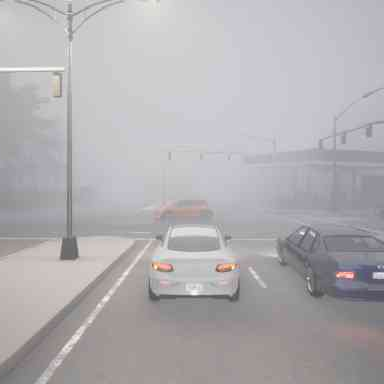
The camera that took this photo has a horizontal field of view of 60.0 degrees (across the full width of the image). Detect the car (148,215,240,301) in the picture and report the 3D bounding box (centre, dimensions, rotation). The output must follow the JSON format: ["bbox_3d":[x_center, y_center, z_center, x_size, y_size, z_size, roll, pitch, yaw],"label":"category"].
[{"bbox_3d":[0.039,1.516,8.178,1.812,1.442,4.674,0,0,0],"label":"car"}]

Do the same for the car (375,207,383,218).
[{"bbox_3d":[17.894,1.495,27.732,4.902,1.511,2.128,0,0,-1],"label":"car"}]

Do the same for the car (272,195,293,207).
[{"bbox_3d":[12.929,1.261,47.798,2.242,1.667,4.611,0,0,0],"label":"car"}]

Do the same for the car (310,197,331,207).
[{"bbox_3d":[18.669,1.433,48.595,1.970,1.475,3.806,0,0,0],"label":"car"}]

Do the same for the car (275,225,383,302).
[{"bbox_3d":[3.518,1.545,8.483,2.033,1.411,5.357,0,0,3],"label":"car"}]

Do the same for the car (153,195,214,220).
[{"bbox_3d":[-0.692,1.318,25.379,4.553,1.767,2.097,0,0,-17],"label":"car"}]

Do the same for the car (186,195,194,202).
[{"bbox_3d":[-0.428,1.428,72.796,1.812,1.442,4.674,0,0,0],"label":"car"}]
